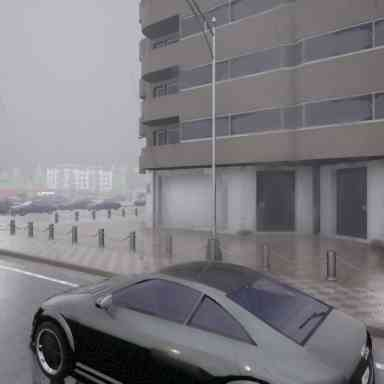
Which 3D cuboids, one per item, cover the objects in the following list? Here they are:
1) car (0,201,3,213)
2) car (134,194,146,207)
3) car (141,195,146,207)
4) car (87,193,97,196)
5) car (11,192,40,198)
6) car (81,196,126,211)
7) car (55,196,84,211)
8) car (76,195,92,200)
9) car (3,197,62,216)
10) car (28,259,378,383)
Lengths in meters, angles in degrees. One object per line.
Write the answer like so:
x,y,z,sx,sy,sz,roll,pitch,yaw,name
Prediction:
-20.075,1.603,33.889,2.033,1.411,5.357,0,0,35,car
-7.044,1.533,52.590,1.882,1.535,5.008,0,0,35,car
-4.898,1.559,49.549,1.837,1.490,4.892,0,0,35,car
-26.761,1.211,88.129,1.905,1.878,3.866,0,0,35,car
-36.801,1.209,73.771,1.932,1.855,4.605,0,0,35,car
-10.839,1.581,41.018,1.812,1.442,4.674,0,0,35,car
-14.323,1.603,42.157,2.033,1.411,5.357,0,0,35,car
-29.125,1.451,89.800,1.970,1.475,3.806,0,0,35,car
-16.007,1.581,33.572,1.812,1.442,4.674,0,0,35,car
-0.122,1.564,4.068,4.181,1.385,1.994,0,0,35,car
